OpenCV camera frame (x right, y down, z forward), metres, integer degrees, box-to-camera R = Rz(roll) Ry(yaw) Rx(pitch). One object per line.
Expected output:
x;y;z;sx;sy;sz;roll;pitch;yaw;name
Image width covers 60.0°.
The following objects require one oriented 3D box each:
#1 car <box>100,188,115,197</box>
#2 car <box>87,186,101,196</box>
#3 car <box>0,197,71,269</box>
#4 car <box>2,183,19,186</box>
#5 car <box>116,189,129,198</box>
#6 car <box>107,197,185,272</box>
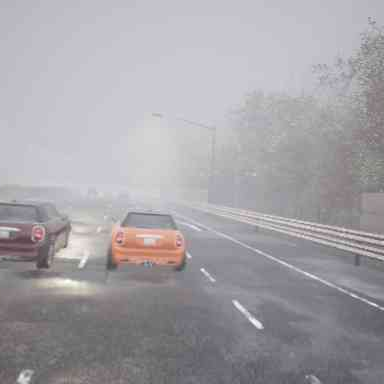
-18.782;0.345;74.046;1.882;1.535;5.008;5;0;-12;car
-23.005;-0.258;77.187;2.150;2.045;5.566;5;0;-12;car
-4.931;0.985;9.928;2.097;1.767;4.553;5;0;-12;car
-28.339;-0.628;52.107;1.837;1.490;4.892;5;0;-12;car
-14.114;0.597;68.995;2.097;1.767;4.553;5;0;-12;car
-1.558;1.288;10.823;2.097;1.767;4.553;5;0;-12;car
